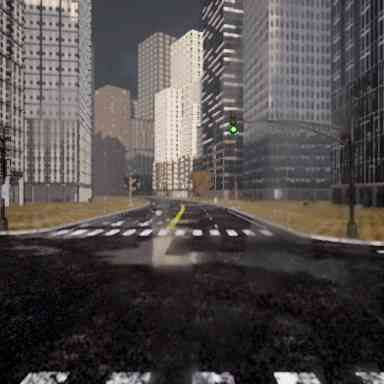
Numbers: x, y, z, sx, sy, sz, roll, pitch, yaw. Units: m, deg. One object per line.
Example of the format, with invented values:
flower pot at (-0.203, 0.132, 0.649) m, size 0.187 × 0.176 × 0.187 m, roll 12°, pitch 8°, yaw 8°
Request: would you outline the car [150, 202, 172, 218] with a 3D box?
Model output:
car at (-3.089, 1.809, 33.620) m, size 2.128 × 1.511 × 4.902 m, roll 0°, pitch 0°, yaw 0°
